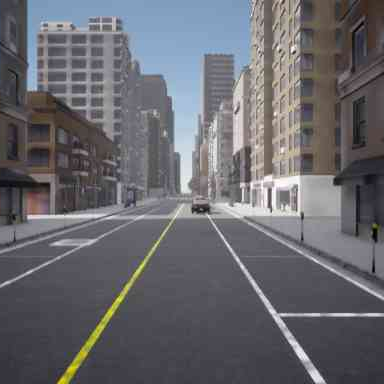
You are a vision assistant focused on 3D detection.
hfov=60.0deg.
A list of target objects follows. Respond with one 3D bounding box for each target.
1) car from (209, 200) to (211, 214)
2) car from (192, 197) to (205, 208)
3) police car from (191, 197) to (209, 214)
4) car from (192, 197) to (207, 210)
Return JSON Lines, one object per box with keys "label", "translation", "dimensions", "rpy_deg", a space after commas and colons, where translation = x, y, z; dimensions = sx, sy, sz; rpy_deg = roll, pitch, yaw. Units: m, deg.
{"label": "car", "translation": [2.858, 1.556, 30.648], "dimensions": [1.947, 1.339, 4.313], "rpy_deg": [0, 0, 0]}
{"label": "car", "translation": [0.900, 1.508, 50.525], "dimensions": [1.882, 1.535, 5.008], "rpy_deg": [0, 0, 0]}
{"label": "police car", "translation": [0.900, 1.436, 34.635], "dimensions": [1.930, 1.638, 5.238], "rpy_deg": [0, 0, 0]}
{"label": "car", "translation": [0.900, 1.497, 44.525], "dimensions": [1.882, 1.535, 5.008], "rpy_deg": [0, 0, 0]}
